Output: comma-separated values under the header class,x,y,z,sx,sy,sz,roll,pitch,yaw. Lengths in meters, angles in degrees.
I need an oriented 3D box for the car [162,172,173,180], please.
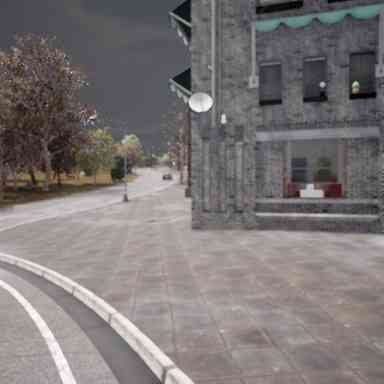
class,x,y,z,sx,sy,sz,roll,pitch,yaw
car,-4.975,-3.217,67.050,2.128,1.511,4.902,0,5,-2
